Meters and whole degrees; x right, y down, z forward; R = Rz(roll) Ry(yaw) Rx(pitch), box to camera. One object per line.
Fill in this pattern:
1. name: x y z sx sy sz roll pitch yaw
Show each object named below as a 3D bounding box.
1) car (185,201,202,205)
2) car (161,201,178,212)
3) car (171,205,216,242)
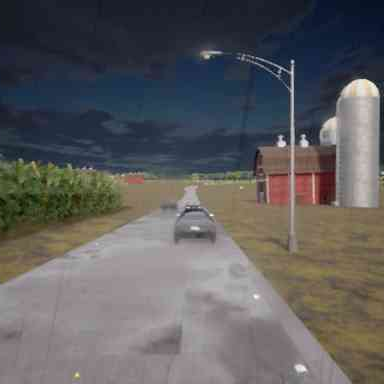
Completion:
1. car: 0.203 1.682 36.601 1.895 1.301 4.718 0 0 0
2. car: -2.686 1.702 40.424 1.895 1.301 4.718 0 0 1
3. car: 0.146 1.571 16.582 1.994 1.385 4.181 0 0 0
